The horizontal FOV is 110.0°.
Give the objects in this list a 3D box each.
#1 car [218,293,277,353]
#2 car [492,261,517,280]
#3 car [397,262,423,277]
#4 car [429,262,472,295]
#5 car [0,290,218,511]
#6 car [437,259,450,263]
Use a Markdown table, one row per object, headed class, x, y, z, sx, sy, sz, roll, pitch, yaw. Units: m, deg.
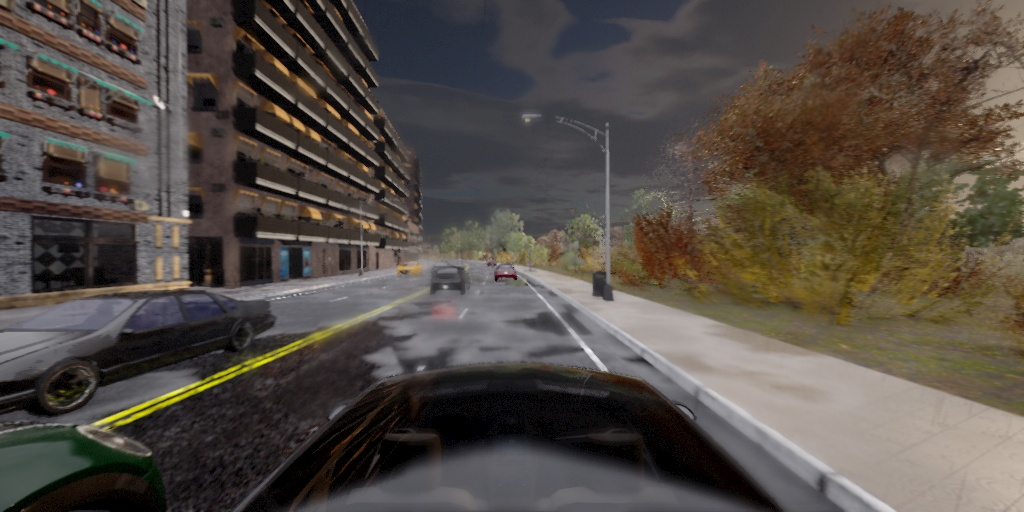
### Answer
| class | x | y | z | sx | sy | sz | roll | pitch | yaw |
| --- | --- | --- | --- | --- | --- | --- | --- | --- | --- |
| car | -6.600 | 1.343 | 6.292 | 2.033 | 1.411 | 5.357 | 0 | 0 | 0 |
| car | -0.602 | 1.372 | 32.282 | 1.994 | 1.385 | 4.181 | 0 | 0 | -2 |
| car | -10.849 | 1.353 | 38.342 | 1.882 | 1.535 | 5.008 | 0 | 0 | -3 |
| car | -3.430 | 1.311 | 20.534 | 1.837 | 1.490 | 4.892 | 0 | 0 | -2 |
| car | -3.169 | 1.116 | 0.282 | 2.097 | 1.767 | 4.553 | 0 | 0 | 0 |
| car | -7.620 | 1.383 | 38.807 | 1.812 | 1.442 | 4.674 | 0 | 0 | -3 |
